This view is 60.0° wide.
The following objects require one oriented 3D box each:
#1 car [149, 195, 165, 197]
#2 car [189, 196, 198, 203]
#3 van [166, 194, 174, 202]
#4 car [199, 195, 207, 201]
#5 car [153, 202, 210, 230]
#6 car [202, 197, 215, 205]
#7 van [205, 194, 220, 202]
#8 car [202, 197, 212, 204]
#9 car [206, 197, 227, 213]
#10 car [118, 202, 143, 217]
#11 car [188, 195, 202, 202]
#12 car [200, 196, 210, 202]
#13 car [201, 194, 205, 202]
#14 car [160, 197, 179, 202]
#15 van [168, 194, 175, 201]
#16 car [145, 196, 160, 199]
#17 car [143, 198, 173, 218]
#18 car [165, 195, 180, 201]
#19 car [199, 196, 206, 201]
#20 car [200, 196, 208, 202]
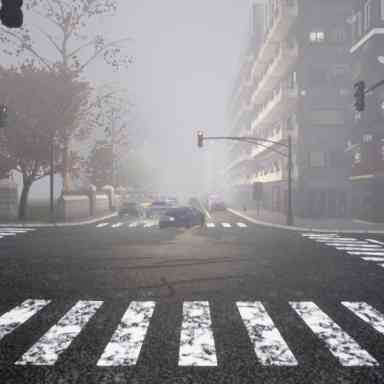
[{"bbox_3d":[-5.531,1.346,47.784,2.192,1.841,5.009,0,0,0],"label":"car"},{"bbox_3d":[0.289,1.593,71.432,1.812,1.442,4.674,0,0,0],"label":"car"},{"bbox_3d":[-5.421,1.430,81.565,1.690,1.788,3.998,0,0,0],"label":"van"},{"bbox_3d":[2.978,1.542,87.166,1.967,1.590,4.097,0,0,0],"label":"car"},{"bbox_3d":[-0.545,1.571,21.420,1.994,1.385,4.181,0,0,19],"label":"car"},{"bbox_3d":[2.885,1.598,59.017,2.008,1.369,4.403,0,0,0],"label":"car"},{"bbox_3d":[2.831,1.365,42.126,1.690,1.788,3.998,0,0,0],"label":"van"},{"bbox_3d":[2.904,1.601,64.646,1.887,1.381,4.507,0,0,0],"label":"car"},{"bbox_3d":[2.812,1.563,36.495,1.887,1.381,4.507,0,0,0],"label":"car"},{"bbox_3d":[-5.587,1.579,30.893,1.947,1.339,4.313,0,0,0],"label":"car"},{"bbox_3d":[0.270,1.562,51.688,1.812,1.442,4.674,0,0,0],"label":"car"},{"bbox_3d":[2.941,1.628,75.907,2.008,1.369,4.403,0,0,0],"label":"car"},{"bbox_3d":[2.868,1.479,53.387,1.967,1.590,4.097,0,0,0],"label":"car"},{"bbox_3d":[-2.961,1.623,40.210,1.895,1.301,4.718,0,0,0],"label":"car"},{"bbox_3d":[-5.402,1.443,87.194,1.690,1.788,3.998,0,0,0],"label":"van"},{"bbox_3d":[-5.550,1.549,41.984,1.752,1.417,4.829,0,0,0],"label":"car"},{"bbox_3d":[-2.994,1.539,30.286,1.812,1.442,4.674,0,0,0],"label":"car"},{"bbox_3d":[-2.912,1.539,50.401,1.837,1.490,4.892,0,0,0],"label":"car"},{"bbox_3d":[2.996,1.699,92.797,1.802,1.307,4.206,0,0,0],"label":"car"},{"bbox_3d":[2.959,1.634,81.537,1.887,1.381,4.507,0,0,0],"label":"car"}]
